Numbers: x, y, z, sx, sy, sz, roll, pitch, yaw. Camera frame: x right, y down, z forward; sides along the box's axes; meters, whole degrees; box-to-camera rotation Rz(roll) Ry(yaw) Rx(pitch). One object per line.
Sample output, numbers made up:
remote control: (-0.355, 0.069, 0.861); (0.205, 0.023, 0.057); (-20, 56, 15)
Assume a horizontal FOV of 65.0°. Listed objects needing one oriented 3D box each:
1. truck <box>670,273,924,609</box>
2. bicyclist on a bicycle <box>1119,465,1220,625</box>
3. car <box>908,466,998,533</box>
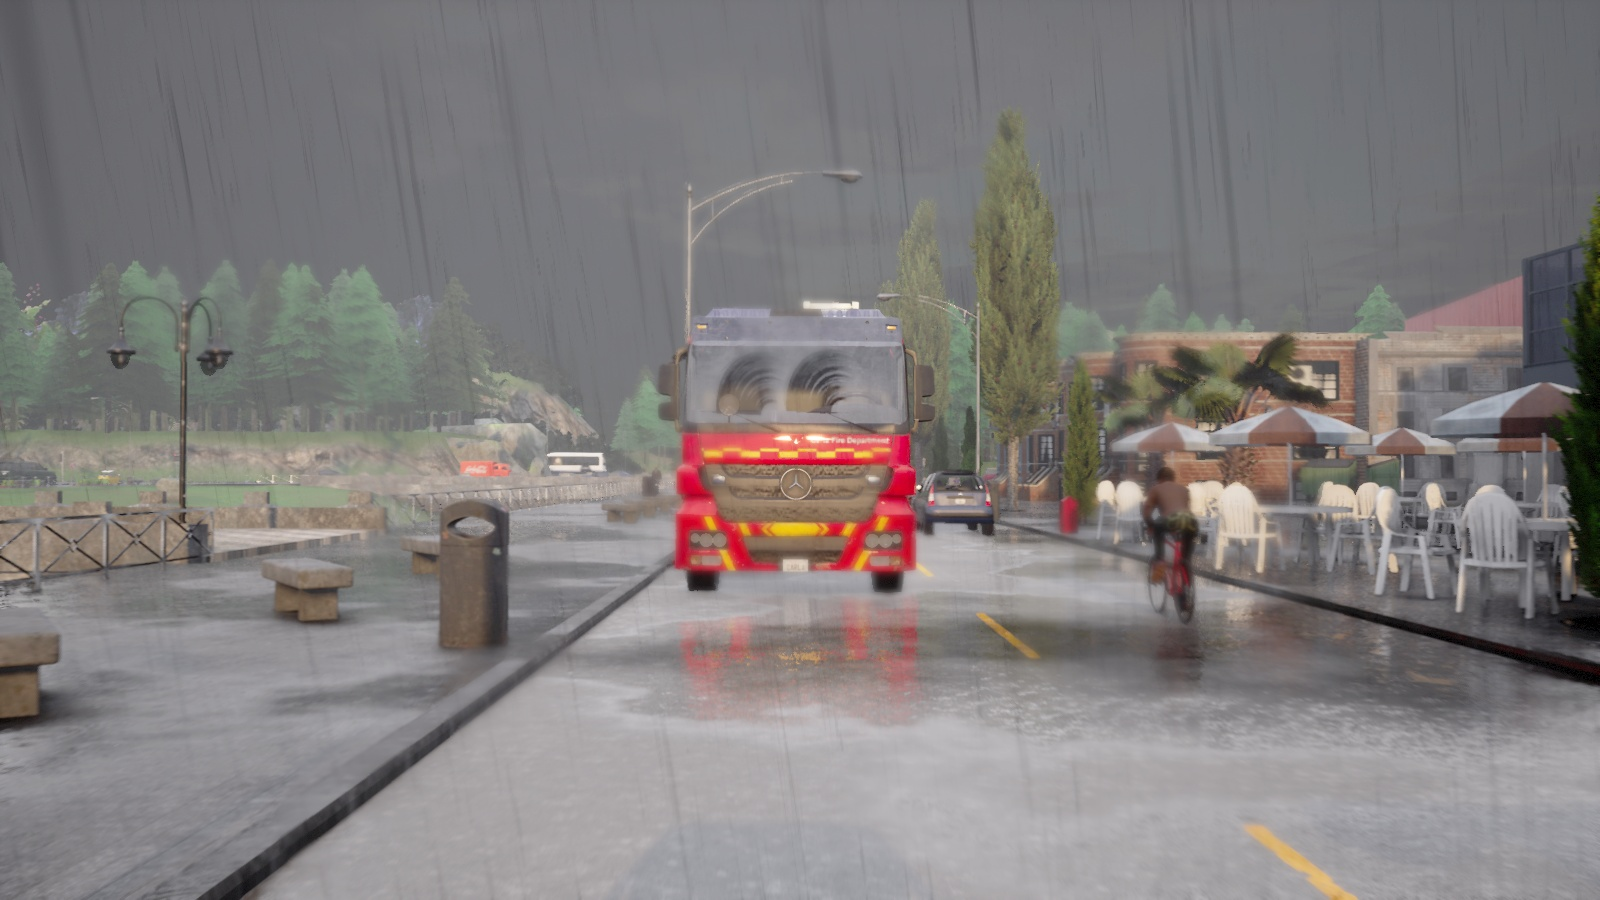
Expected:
truck: (-0.053, -0.038, 18.602); (2.891, 3.827, 8.468); (0, -1, 0)
bicyclist on a bicycle: (3.963, 0.979, 13.570); (0.582, 1.620, 1.656); (0, -1, 0)
car: (3.914, 1.244, 32.685); (1.851, 1.617, 3.988); (0, -1, 0)
